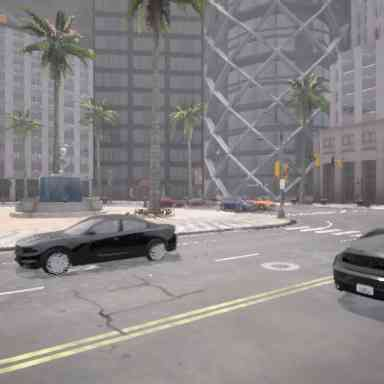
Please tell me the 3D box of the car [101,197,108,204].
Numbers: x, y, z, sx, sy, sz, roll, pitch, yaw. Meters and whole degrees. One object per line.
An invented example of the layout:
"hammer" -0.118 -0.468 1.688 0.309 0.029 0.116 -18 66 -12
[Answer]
"car" -18.295 1.480 62.133 5.008 1.535 1.882 0 0 2

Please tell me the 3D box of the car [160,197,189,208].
"car" -3.425 1.480 47.548 5.008 1.535 1.882 0 0 29

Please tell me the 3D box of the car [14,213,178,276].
"car" -2.814 1.478 10.565 5.008 1.535 1.882 0 0 -35

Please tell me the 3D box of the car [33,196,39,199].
"car" -28.455 1.493 61.333 4.902 1.511 2.128 0 0 -10

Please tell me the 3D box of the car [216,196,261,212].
"car" 5.447 1.355 39.372 2.097 1.767 4.553 0 0 -40

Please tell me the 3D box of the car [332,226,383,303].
"car" 5.113 1.507 7.436 4.892 1.490 1.837 0 0 -35

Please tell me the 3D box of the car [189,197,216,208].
"car" 1.378 1.529 48.461 4.674 1.442 1.812 0 0 36

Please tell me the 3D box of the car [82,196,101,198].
"car" -18.256 1.494 55.214 4.902 1.511 2.128 0 0 2

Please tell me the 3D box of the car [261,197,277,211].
"car" 8.263 1.355 41.398 2.097 1.767 4.553 0 0 -39
